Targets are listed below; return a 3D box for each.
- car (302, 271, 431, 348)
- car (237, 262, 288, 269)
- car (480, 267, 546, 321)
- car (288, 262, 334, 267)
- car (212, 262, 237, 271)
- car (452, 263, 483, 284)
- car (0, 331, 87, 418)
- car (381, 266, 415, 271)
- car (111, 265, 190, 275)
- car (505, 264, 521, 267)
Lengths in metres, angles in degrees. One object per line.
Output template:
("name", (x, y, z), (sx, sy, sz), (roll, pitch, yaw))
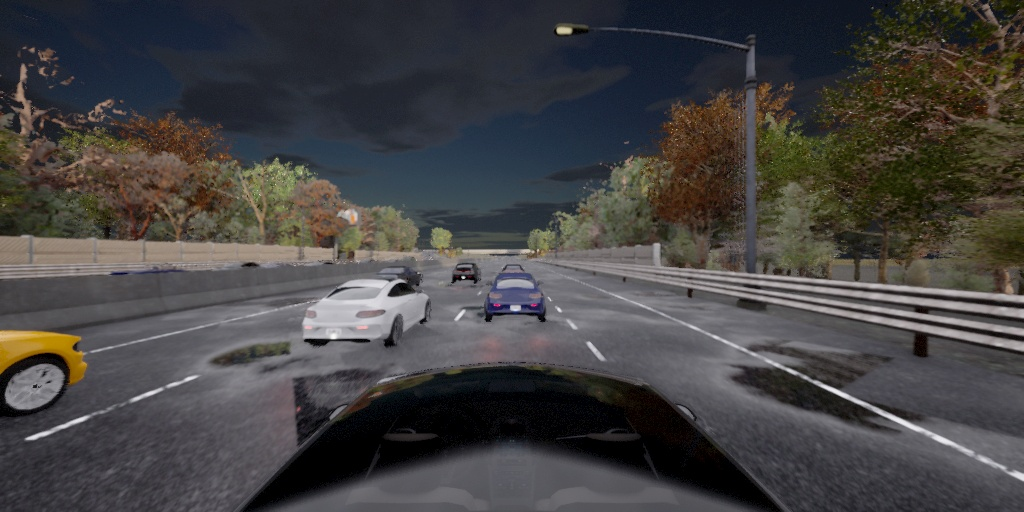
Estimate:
("car", (-3.399, 1.276, 9.147), (1.812, 1.442, 4.674), (0, 0, 0))
("car", (-21.097, 1.309, 31.733), (2.033, 1.411, 5.357), (0, 0, 0))
("car", (0.101, 1.276, 12.254), (1.812, 1.442, 4.674), (0, 0, 0))
("car", (-17.594, 1.267, 32.431), (1.837, 1.490, 4.892), (0, 0, 0))
("car", (-24.594, 1.268, 32.383), (1.837, 1.490, 4.892), (0, 0, 0))
("car", (-3.399, 1.263, 27.521), (1.837, 1.490, 4.892), (0, 0, 0))
("car", (-6.901, 1.228, 2.895), (1.882, 1.535, 5.008), (0, 0, 0))
("car", (-6.899, 1.302, 21.848), (2.033, 1.411, 5.357), (0, 0, 0))
("car", (-28.097, 1.360, 28.016), (1.895, 1.301, 4.718), (0, 0, 0))
("car", (0.103, 1.322, 28.148), (1.994, 1.385, 4.181), (0, 0, 0))
